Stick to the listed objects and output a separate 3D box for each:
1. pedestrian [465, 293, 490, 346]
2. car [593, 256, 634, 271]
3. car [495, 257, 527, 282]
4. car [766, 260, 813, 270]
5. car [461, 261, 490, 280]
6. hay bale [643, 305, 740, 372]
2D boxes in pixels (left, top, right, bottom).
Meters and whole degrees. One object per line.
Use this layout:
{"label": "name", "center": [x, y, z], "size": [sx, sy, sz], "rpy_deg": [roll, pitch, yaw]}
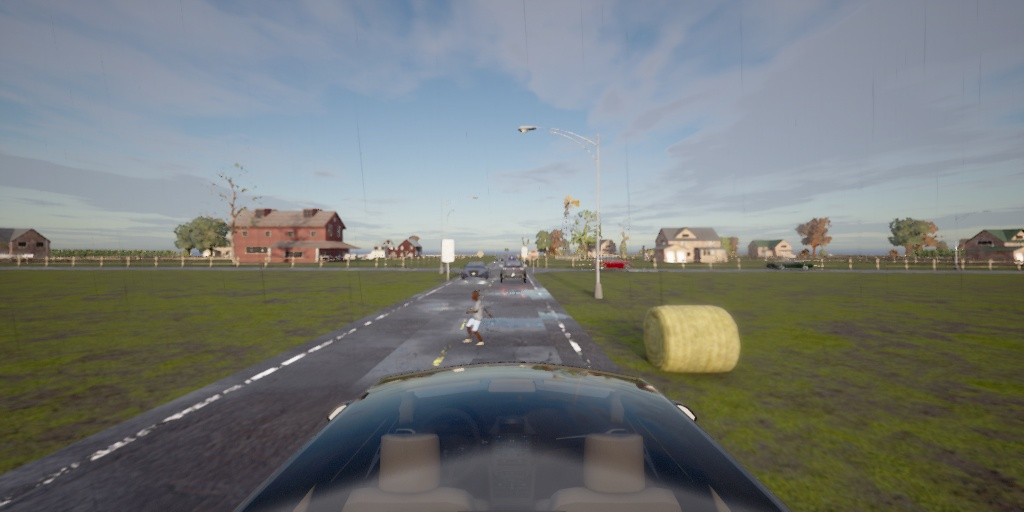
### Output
{"label": "pedestrian", "center": [-0.735, 0.995, 7.740], "size": [0.375, 1.860, 0.375], "rpy_deg": [0, 1, 4]}
{"label": "car", "center": [11.909, 0.817, 42.122], "size": [4.553, 1.767, 2.097], "rpy_deg": [0, 1, -1]}
{"label": "car", "center": [0.087, 1.042, 26.333], "size": [2.128, 1.511, 4.902], "rpy_deg": [0, 0, 0]}
{"label": "car", "center": [34.687, 1.129, 44.916], "size": [4.718, 1.301, 1.895], "rpy_deg": [0, 1, 1]}
{"label": "car", "center": [-2.792, 1.099, 28.333], "size": [1.994, 1.385, 4.181], "rpy_deg": [0, 0, 1]}
{"label": "hay bale", "center": [3.126, 1.368, 6.401], "size": [1.220, 1.180, 1.240], "rpy_deg": [0, 0, 0]}
